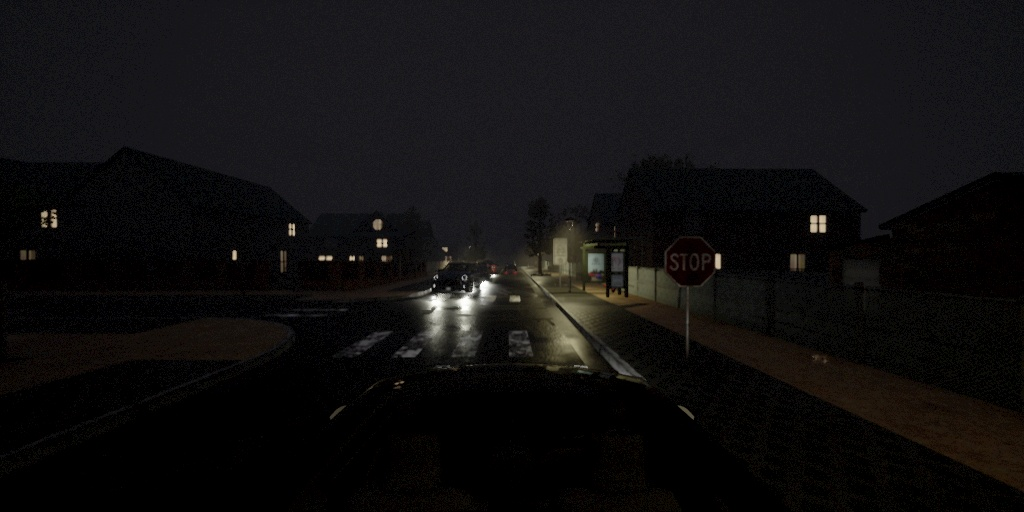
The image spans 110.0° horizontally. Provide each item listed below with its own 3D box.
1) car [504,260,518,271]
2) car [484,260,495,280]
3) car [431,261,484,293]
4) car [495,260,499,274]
[{"bbox_3d":[-0.197,1.593,54.768,1.812,1.442,4.674,0,-1,0],"label":"car"},{"bbox_3d":[-2.964,1.378,32.844,2.128,1.511,4.902,0,0,0],"label":"car"},{"bbox_3d":[-3.187,1.169,21.176,2.097,1.767,4.553,0,0,4],"label":"car"},{"bbox_3d":[-2.998,1.325,44.221,2.097,1.767,4.553,0,0,0],"label":"car"}]
